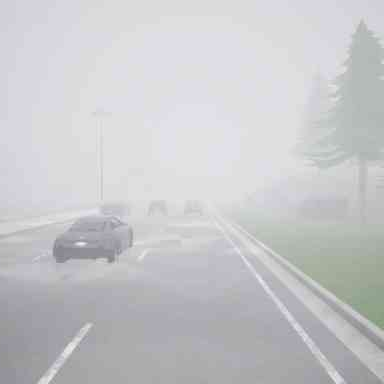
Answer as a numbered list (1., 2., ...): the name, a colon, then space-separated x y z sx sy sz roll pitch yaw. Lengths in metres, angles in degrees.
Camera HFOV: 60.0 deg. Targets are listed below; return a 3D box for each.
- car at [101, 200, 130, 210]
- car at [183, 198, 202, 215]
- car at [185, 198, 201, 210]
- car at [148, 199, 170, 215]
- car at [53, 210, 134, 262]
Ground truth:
1. car: -6.900 1.477 30.400 1.882 1.535 5.008 0 0 0
2. car: 0.095 1.547 34.117 2.033 1.411 5.357 0 0 0
3. car: 0.133 1.547 44.200 2.033 1.411 5.357 0 0 1
4. car: -3.399 1.502 34.525 1.837 1.490 4.892 0 -1 0
5. car: -3.401 1.564 12.189 1.994 1.385 4.181 0 0 0
